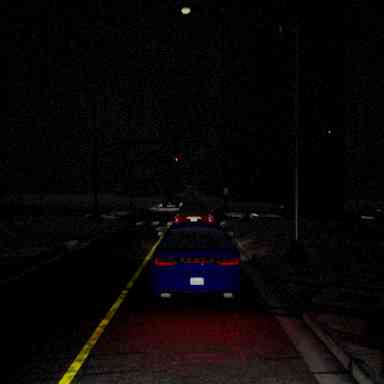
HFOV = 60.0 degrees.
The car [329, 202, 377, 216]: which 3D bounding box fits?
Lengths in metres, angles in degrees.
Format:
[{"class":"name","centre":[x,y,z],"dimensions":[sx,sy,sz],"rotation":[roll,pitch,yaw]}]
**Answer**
[{"class":"car","centre":[17.778,1.841,36.905],"dimensions":[4.403,1.369,2.008],"rotation":[1,-1,0]}]

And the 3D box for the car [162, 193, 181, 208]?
[{"class":"car","centre":[-3.104,1.221,49.335],"dimensions":[2.150,2.045,5.566],"rotation":[0,0,0]}]

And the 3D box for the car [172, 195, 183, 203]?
[{"class":"car","centre":[-3.024,1.491,69.485],"dimensions":[2.128,1.511,4.902],"rotation":[0,0,0]}]

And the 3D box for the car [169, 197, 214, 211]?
[{"class":"car","centre":[0.116,1.351,17.693],"dimensions":[2.097,1.767,4.553],"rotation":[0,0,1]}]

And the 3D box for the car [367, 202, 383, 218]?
[{"class":"car","centre":[20.859,1.866,34.232],"dimensions":[4.674,1.442,1.812],"rotation":[1,0,0]}]

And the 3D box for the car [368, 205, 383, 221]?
[{"class":"car","centre":[17.942,1.823,28.381],"dimensions":[4.829,1.417,1.752],"rotation":[1,-1,0]}]

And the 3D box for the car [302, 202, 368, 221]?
[{"class":"car","centre":[12.129,1.774,28.380],"dimensions":[4.313,1.339,1.947],"rotation":[1,-1,0]}]

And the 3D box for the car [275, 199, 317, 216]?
[{"class":"car","centre":[10.945,1.539,34.228],"dimensions":[4.553,1.767,2.097],"rotation":[1,0,0]}]

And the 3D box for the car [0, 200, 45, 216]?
[{"class":"car","centre":[-14.780,1.366,28.278],"dimensions":[4.403,1.369,2.008],"rotation":[1,-1,0]}]

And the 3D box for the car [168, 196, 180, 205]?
[{"class":"car","centre":[-3.092,1.525,59.166],"dimensions":[1.812,1.442,4.674],"rotation":[0,0,1]}]

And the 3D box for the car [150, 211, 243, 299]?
[{"class":"car","centre":[0.099,1.477,8.539],"dimensions":[1.882,1.535,5.008],"rotation":[0,0,0]}]

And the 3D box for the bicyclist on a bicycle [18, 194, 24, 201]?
[{"class":"bicyclist on a bicycle","centre":[-20.506,1.029,39.761],"dimensions":[0.582,1.620,1.656],"rotation":[1,0,0]}]
